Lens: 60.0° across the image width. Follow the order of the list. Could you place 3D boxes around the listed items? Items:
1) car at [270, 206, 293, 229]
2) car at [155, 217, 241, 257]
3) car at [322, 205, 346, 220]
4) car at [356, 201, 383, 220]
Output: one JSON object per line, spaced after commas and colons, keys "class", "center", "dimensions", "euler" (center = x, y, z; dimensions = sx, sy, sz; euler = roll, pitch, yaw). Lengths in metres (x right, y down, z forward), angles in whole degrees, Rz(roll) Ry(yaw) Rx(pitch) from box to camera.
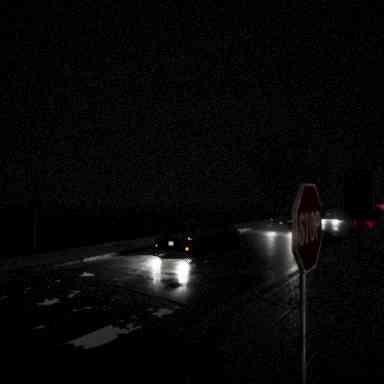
{"class": "car", "center": [7.165, 1.813, 23.590], "dimensions": [1.837, 1.490, 4.892], "euler": [-1, -1, 35]}
{"class": "car", "center": [0.364, 1.736, 13.865], "dimensions": [1.994, 1.385, 4.181], "euler": [-1, -1, 35]}
{"class": "car", "center": [14.353, 2.010, 33.828], "dimensions": [1.994, 1.385, 4.181], "euler": [-1, -1, 36]}
{"class": "car", "center": [17.889, 1.938, 33.785], "dimensions": [2.128, 1.511, 4.902], "euler": [-1, -1, 35]}
